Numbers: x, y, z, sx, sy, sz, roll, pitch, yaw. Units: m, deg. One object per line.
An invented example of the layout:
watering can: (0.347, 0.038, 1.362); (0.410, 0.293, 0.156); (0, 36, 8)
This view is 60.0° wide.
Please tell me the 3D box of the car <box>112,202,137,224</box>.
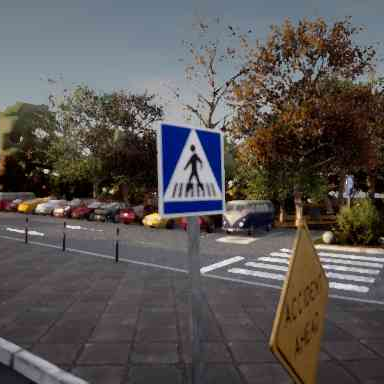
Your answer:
car: (-3.277, 1.631, 25.113); (2.163, 1.488, 4.792); (1, 1, 35)

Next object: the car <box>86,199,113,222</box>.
car: (-5.557, 1.560, 26.692); (2.231, 1.521, 4.892); (1, 1, 35)

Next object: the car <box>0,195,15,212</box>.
car: (-16.865, 1.387, 34.738); (2.002, 1.452, 4.674); (1, 1, 35)

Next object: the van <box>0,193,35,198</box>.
van: (-19.054, 1.079, 36.441); (1.878, 1.987, 4.442); (1, 1, 35)

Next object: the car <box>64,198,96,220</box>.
car: (-7.812, 1.516, 28.310); (2.097, 1.535, 5.008); (1, 1, 35)

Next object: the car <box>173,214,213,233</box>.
car: (1.247, 1.718, 21.896); (2.163, 1.488, 4.792); (1, 1, 35)

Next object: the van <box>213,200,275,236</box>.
van: (3.425, 1.507, 20.167); (1.878, 1.987, 4.442); (1, 1, 35)

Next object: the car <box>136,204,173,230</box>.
car: (-1.141, 1.642, 23.330); (1.946, 1.575, 5.366); (1, 1, 35)

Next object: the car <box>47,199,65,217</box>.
car: (-10.057, 1.348, 29.938); (2.185, 1.767, 4.553); (1, 1, 35)

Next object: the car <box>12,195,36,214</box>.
car: (-14.603, 1.388, 33.127); (2.097, 1.535, 5.008); (1, 1, 35)

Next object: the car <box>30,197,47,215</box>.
car: (-12.340, 1.471, 31.521); (2.002, 1.452, 4.674); (1, 1, 35)
